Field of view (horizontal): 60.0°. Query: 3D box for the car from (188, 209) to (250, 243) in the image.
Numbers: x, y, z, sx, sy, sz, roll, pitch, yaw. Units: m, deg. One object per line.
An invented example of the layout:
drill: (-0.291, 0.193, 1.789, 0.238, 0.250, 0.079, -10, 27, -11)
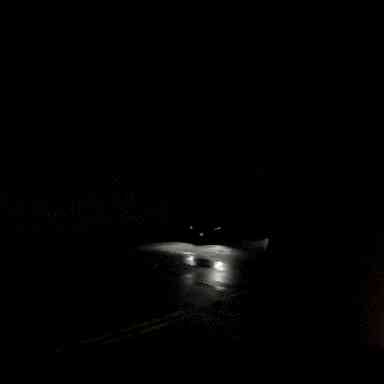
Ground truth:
car: (1.551, 1.636, 17.005, 1.812, 1.442, 4.674, 0, 0, 29)
